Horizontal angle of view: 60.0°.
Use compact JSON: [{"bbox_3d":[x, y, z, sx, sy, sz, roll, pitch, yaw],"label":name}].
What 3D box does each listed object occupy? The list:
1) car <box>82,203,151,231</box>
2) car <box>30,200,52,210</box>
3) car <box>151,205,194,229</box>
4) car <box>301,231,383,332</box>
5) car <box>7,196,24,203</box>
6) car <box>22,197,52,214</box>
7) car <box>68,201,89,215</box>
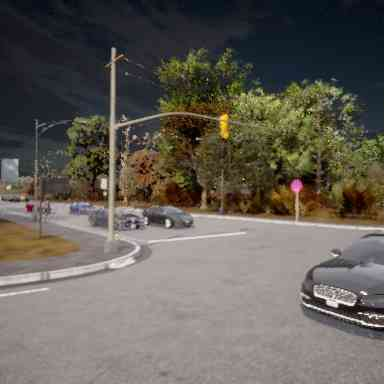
[{"bbox_3d":[-5.222,1.705,22.353,2.033,1.411,5.357,1,-1,-38],"label":"car"},{"bbox_3d":[-23.018,1.910,50.583,1.895,1.301,4.718,1,-1,-38],"label":"car"},{"bbox_3d":[-1.794,1.704,23.664,1.837,1.490,4.892,1,0,-38],"label":"car"},{"bbox_3d":[4.289,1.613,6.865,4.892,1.490,1.837,1,-1,-35],"label":"car"},{"bbox_3d":[-43.847,1.851,82.482,1.837,1.490,4.892,1,-1,-38],"label":"car"},{"bbox_3d":[-17.472,1.667,37.818,1.882,1.535,5.008,1,-1,-38],"label":"car"},{"bbox_3d":[-12.053,1.753,36.607,1.812,1.442,4.674,1,-1,-38],"label":"car"}]
